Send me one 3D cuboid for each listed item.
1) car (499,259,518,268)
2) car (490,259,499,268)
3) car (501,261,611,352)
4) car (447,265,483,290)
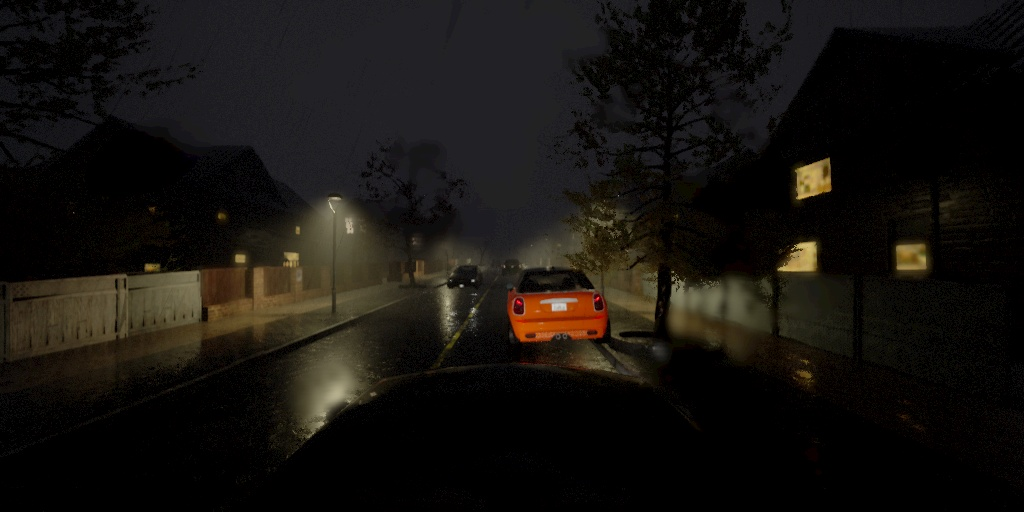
[{"bbox_3d":[0.043,1.125,37.951,2.097,1.767,4.553,0,0,0],"label":"car"},{"bbox_3d":[-2.869,1.321,64.673,2.128,1.511,4.902,0,0,0],"label":"car"},{"bbox_3d":[0.917,1.052,9.121,2.097,1.767,4.553,-3,-1,0],"label":"car"},{"bbox_3d":[-2.869,1.305,23.074,2.033,1.411,5.357,0,0,0],"label":"car"}]
